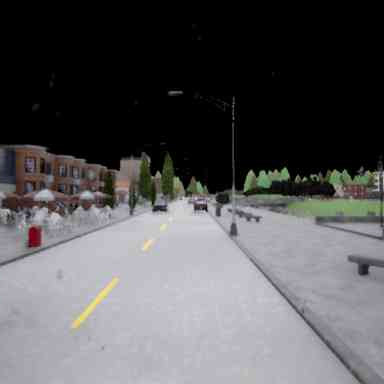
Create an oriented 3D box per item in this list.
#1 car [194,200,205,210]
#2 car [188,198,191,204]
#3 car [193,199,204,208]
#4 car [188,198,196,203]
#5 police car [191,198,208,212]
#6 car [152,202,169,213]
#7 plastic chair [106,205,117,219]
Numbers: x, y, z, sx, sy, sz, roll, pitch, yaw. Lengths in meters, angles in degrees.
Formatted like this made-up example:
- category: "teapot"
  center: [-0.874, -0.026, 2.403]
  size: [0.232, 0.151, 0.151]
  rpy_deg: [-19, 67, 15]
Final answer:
- category: "car"
  center: [1.191, 2.072, 54.912]
  size: [1.812, 1.442, 4.674]
  rpy_deg: [0, -1, 0]
- category: "car"
  center: [-0.013, 2.211, 78.422]
  size: [1.994, 1.385, 4.181]
  rpy_deg: [0, -1, 0]
- category: "car"
  center: [1.189, 2.111, 60.912]
  size: [1.837, 1.490, 4.892]
  rpy_deg: [0, -1, 0]
- category: "car"
  center: [-0.016, 2.332, 93.121]
  size: [2.033, 1.411, 5.357]
  rpy_deg: [0, -1, 0]
- category: "police car"
  center: [1.175, 1.873, 45.026]
  size: [1.930, 1.638, 5.238]
  rpy_deg: [0, -1, 0]
- category: "car"
  center: [-4.101, 1.983, 43.795]
  size: [2.033, 1.411, 5.357]
  rpy_deg: [0, -1, 0]
- category: "plastic chair"
  center: [-7.451, 1.814, 30.939]
  size: [0.730, 1.271, 0.750]
  rpy_deg: [0, -1, -40]
